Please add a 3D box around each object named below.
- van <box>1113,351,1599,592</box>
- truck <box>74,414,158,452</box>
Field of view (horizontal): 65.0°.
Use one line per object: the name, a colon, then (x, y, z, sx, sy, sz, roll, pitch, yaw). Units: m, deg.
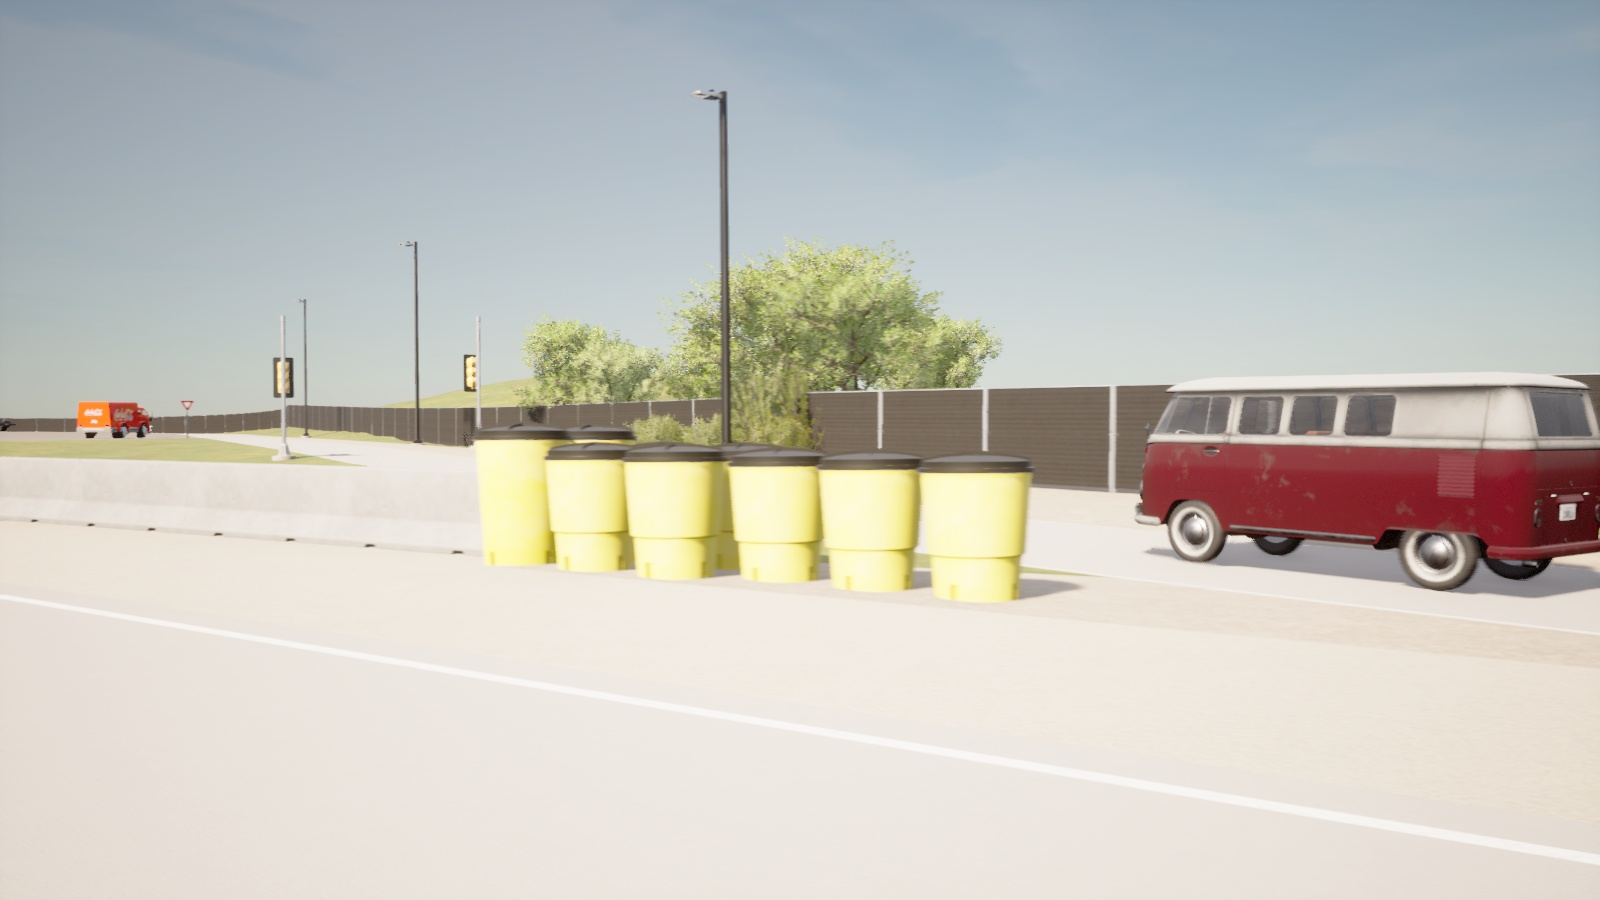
van: (5.507, 0.129, 12.672, 1.775, 1.987, 4.442, -2, 2, -36)
truck: (-46.670, -1.196, 85.816, 2.627, 2.467, 5.204, -1, 1, 3)
